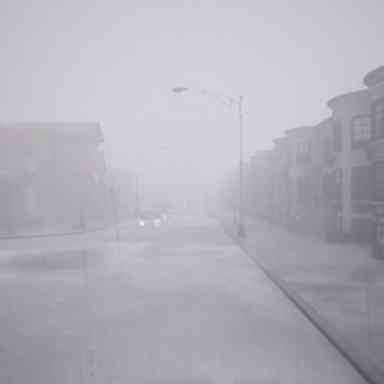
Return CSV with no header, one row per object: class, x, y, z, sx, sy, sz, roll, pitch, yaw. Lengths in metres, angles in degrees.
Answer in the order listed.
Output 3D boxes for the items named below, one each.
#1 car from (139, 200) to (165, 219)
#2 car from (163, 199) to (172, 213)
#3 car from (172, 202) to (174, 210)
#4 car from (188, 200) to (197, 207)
car,-4.093,1.893,34.125,1.812,1.442,4.674,0,-1,-1
car,-4.080,1.971,43.311,1.837,1.490,4.892,0,-1,0
car,-4.047,1.924,53.104,2.097,1.767,4.553,0,-1,0
car,0.025,2.315,68.768,2.033,1.411,5.357,-1,0,0
